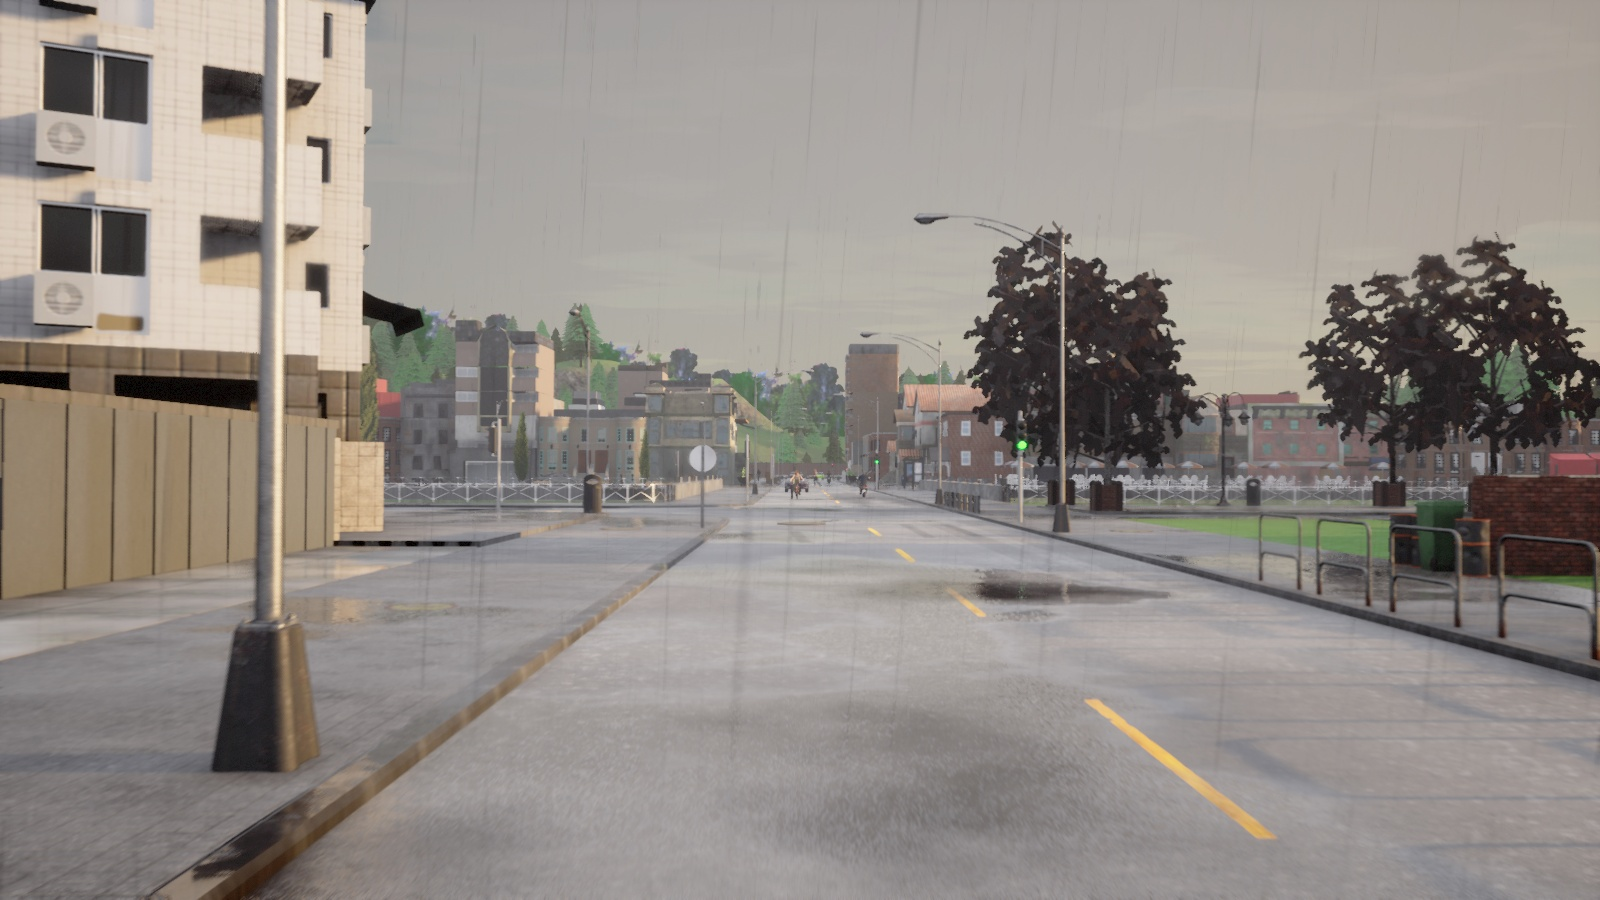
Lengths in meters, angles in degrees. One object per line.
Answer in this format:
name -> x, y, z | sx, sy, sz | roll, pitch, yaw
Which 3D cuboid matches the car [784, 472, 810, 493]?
car -> -0.224, 2.375, 92.338 | 1.816, 1.474, 4.193 | 0, -1, 0
